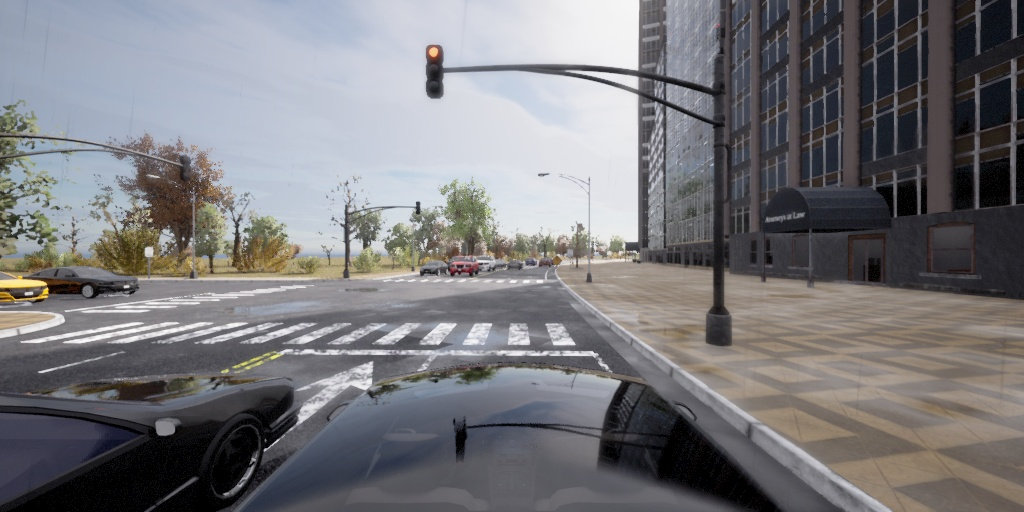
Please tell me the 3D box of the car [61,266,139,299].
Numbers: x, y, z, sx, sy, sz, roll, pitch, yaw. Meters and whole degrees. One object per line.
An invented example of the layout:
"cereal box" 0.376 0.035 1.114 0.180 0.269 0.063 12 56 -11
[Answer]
"car" -21.836 1.275 18.162 5.008 1.535 1.882 0 0 4

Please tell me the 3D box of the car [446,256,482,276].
"car" -4.778 0.969 36.750 2.150 2.045 5.566 0 0 3

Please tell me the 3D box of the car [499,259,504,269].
"car" -2.133 1.277 57.140 1.812 1.442 4.674 0 0 9

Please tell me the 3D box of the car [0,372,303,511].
"car" -3.127 1.298 1.264 2.033 1.411 5.357 0 0 1

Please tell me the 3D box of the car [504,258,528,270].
"car" 0.587 1.242 52.195 2.128 1.511 4.902 0 0 8

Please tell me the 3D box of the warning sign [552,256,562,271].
"warning sign" 5.511 0.868 43.966 1.300 1.860 1.060 0 0 7

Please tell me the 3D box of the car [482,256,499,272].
"car" -3.577 0.970 47.046 2.150 2.045 5.566 0 0 8

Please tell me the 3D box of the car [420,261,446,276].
"car" -7.971 1.251 37.037 1.837 1.490 4.892 0 0 6

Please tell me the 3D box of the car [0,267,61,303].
"car" -22.477 1.288 14.941 5.008 1.535 1.882 0 0 3
